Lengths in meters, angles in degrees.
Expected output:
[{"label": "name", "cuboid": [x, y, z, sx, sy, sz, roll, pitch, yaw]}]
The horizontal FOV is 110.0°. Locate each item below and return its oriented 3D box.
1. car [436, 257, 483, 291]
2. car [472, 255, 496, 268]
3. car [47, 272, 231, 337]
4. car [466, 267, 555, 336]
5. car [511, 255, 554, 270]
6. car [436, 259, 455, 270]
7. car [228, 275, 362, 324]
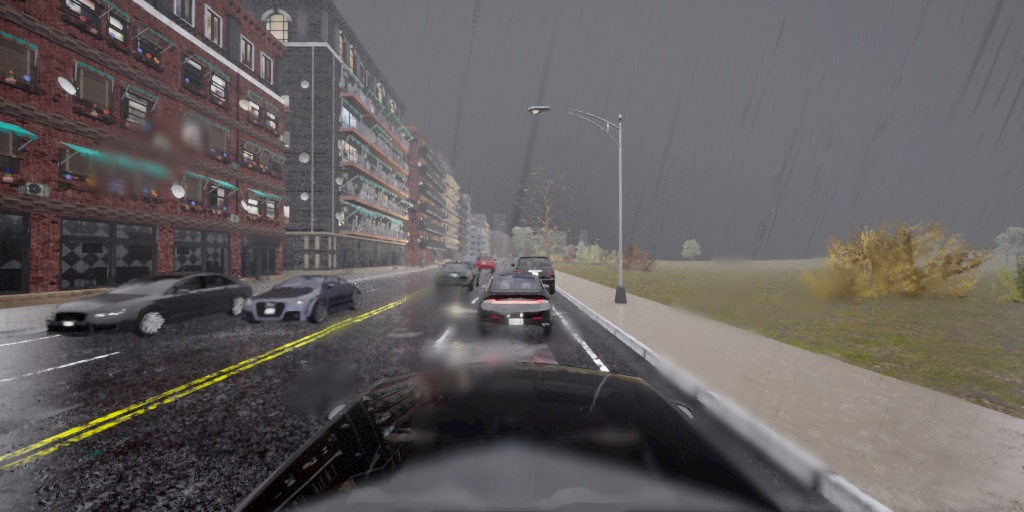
[{"label": "car", "cuboid": [-3.156, 1.103, 21.807, 2.097, 1.767, 4.553, 0, 0, 0]}, {"label": "car", "cuboid": [-3.164, 0.963, 43.299, 2.150, 2.045, 5.566, 0, -1, 0]}, {"label": "car", "cuboid": [-9.853, 1.256, 10.398, 1.837, 1.490, 4.892, 0, 0, 0]}, {"label": "car", "cuboid": [0.098, 1.243, 10.366, 2.128, 1.511, 4.902, 0, 0, 0]}, {"label": "car", "cuboid": [1.132, 0.977, 20.236, 2.150, 2.045, 5.566, 0, 0, 0]}, {"label": "car", "cuboid": [-9.861, 1.228, 53.500, 1.882, 1.535, 5.008, 0, 0, 0]}, {"label": "car", "cuboid": [-6.602, 1.315, 11.777, 1.994, 1.385, 4.181, 0, 0, 0]}]
